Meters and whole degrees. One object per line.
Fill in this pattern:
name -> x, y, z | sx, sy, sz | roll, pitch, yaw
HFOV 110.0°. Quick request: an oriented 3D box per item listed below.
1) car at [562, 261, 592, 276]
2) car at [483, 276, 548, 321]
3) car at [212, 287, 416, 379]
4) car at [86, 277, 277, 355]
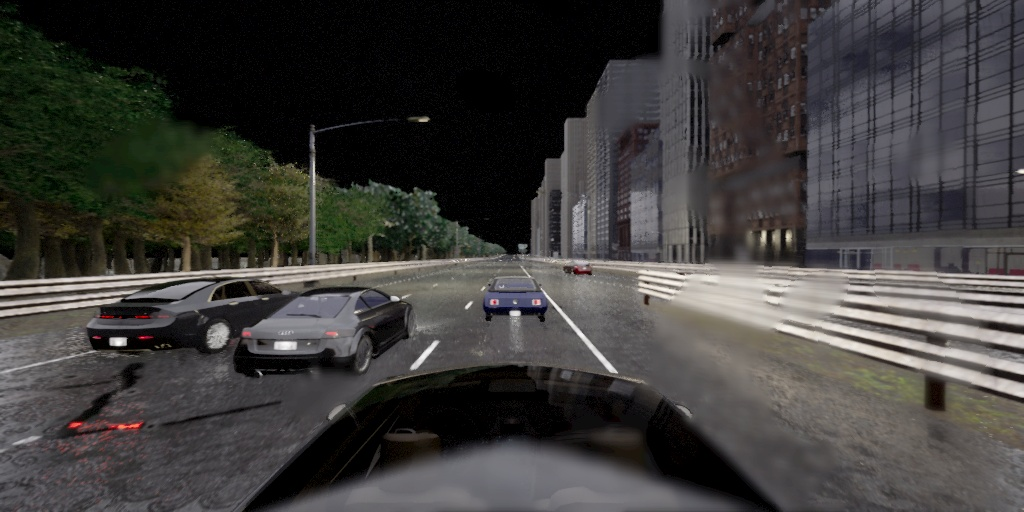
car -> 6.777, 1.273, 37.582 | 2.163, 1.488, 4.792 | 0, 0, -9
car -> 0.099, 1.350, 12.467 | 1.895, 1.301, 4.718 | 0, 0, 0
car -> -3.398, 1.314, 7.387 | 1.994, 1.385, 4.181 | 0, 0, 0
car -> -6.898, 1.255, 8.707 | 1.837, 1.490, 4.892 | 0, 0, 0
